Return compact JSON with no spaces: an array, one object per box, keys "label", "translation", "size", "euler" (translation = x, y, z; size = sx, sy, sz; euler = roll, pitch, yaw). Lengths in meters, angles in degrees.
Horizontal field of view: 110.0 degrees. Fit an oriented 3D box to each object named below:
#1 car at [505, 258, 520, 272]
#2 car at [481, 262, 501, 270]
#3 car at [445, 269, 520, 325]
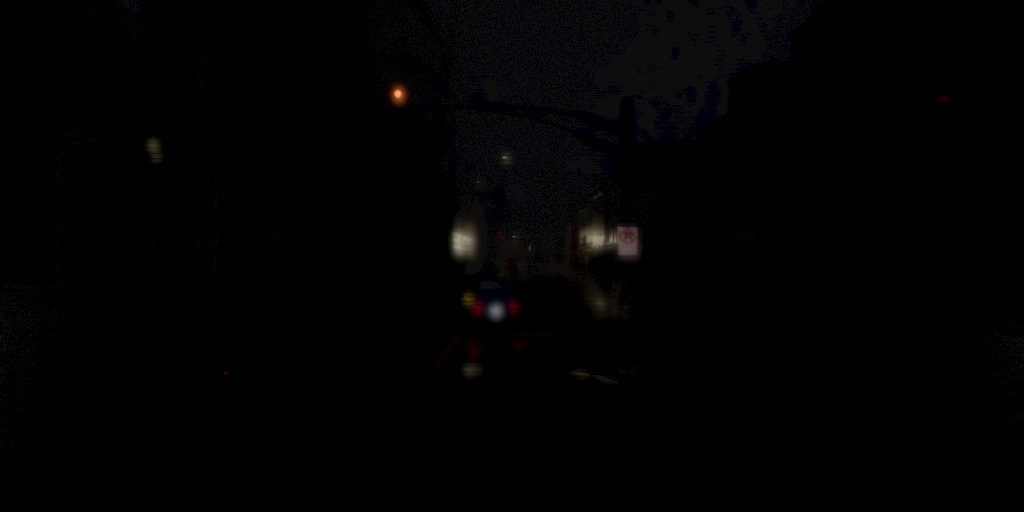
[{"label":"car","translation":[0.055,1.395,54.907],"size":[2.150,2.045,5.566],"euler":[0,0,0]},{"label":"car","translation":[-2.795,1.647,43.895],"size":[1.994,1.385,4.181],"euler":[0,0,0]},{"label":"car","translation":[-1.105,1.357,12.190],"size":[1.812,1.442,4.674],"euler":[0,0,-17]}]
